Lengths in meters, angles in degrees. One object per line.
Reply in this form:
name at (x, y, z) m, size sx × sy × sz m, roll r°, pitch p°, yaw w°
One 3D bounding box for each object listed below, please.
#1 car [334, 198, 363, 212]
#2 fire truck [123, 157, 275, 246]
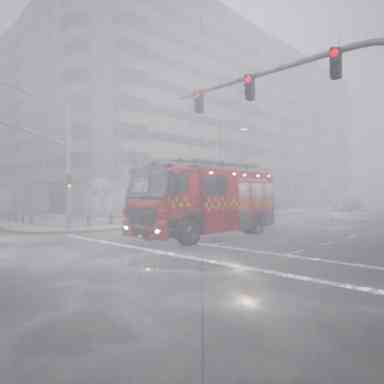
car at (18.372, 1.521, 39.064) m, size 4.902 × 1.511 × 2.128 m, roll 0°, pitch 0°, yaw -44°
fire truck at (0.802, 0.386, 16.758) m, size 2.891 × 3.827 × 8.468 m, roll -1°, pitch 0°, yaw 45°
